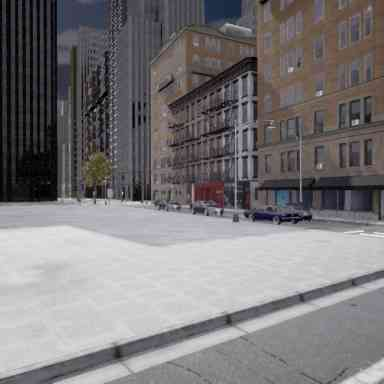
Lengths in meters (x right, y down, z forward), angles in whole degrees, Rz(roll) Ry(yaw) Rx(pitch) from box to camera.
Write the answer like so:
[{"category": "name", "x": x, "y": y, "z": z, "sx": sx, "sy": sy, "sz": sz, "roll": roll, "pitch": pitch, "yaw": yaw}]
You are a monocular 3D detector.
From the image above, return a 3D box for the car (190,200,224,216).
[{"category": "car", "x": 1.458, "y": 1.631, "z": 34.073, "sx": 2.128, "sy": 1.511, "sz": 4.902, "roll": 0, "pitch": 0, "yaw": -26}]

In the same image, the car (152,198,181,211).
[{"category": "car", "x": -3.093, "y": 1.690, "z": 43.316, "sx": 2.128, "sy": 1.511, "sz": 4.902, "roll": 0, "pitch": 0, "yaw": -26}]

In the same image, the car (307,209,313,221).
[{"category": "car", "x": 7.808, "y": 1.647, "z": 27.296, "sx": 1.994, "sy": 1.385, "sz": 4.181, "roll": 0, "pitch": 0, "yaw": -26}]

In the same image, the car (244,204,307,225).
[{"category": "car", "x": 5.975, "y": 1.687, "z": 24.932, "sx": 1.895, "sy": 1.301, "sz": 4.718, "roll": 0, "pitch": 0, "yaw": -26}]
